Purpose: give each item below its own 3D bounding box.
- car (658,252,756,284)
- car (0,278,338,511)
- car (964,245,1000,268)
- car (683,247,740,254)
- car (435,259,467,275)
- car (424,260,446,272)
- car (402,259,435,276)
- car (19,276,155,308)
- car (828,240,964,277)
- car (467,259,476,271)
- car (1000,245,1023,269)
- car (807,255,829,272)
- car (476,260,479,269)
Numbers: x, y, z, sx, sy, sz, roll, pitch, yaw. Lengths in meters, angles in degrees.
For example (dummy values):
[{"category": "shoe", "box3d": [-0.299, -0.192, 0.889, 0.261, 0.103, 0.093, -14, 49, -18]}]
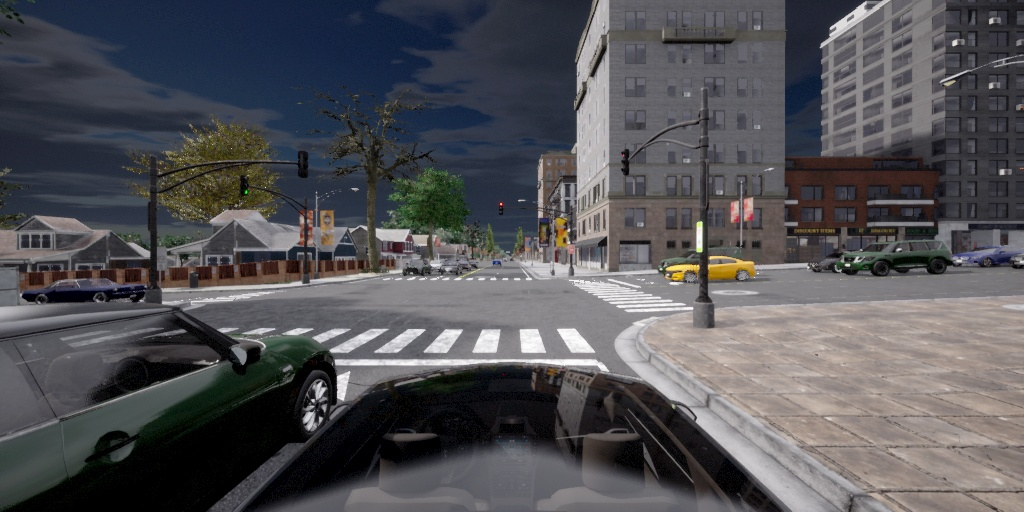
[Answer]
[{"category": "car", "box3d": [11.917, 0.784, 21.709, 5.008, 1.535, 1.882, -2, 0, -1]}, {"category": "car", "box3d": [-3.151, 1.102, 2.490, 2.097, 1.767, 4.553, 0, 0, 0]}, {"category": "car", "box3d": [33.544, 0.007, 25.031, 4.674, 1.442, 1.812, -2, 0, 0]}, {"category": "car", "box3d": [13.138, 0.472, 24.969, 5.566, 2.045, 2.150, -2, 0, 0]}, {"category": "car", "box3d": [-6.610, 1.262, 39.557, 2.128, 1.511, 4.902, 0, 0, 0]}, {"category": "car", "box3d": [-9.868, 1.308, 46.463, 1.812, 1.442, 4.674, 0, 0, 0]}, {"category": "car", "box3d": [-9.861, 1.121, 37.480, 2.097, 1.767, 4.553, 0, 0, 0]}, {"category": "car", "box3d": [-21.623, 1.807, 18.381, 4.718, 1.301, 1.895, -2, 0, 0]}, {"category": "car", "box3d": [23.108, 0.100, 21.752, 5.566, 2.045, 2.150, -2, 0, 0]}, {"category": "car", "box3d": [-6.619, 1.335, 49.275, 2.033, 1.411, 5.357, 0, 0, 0]}, {"category": "car", "box3d": [33.374, 0.023, 21.778, 4.674, 1.442, 1.812, -2, 0, 0]}, {"category": "car", "box3d": [23.412, 0.361, 25.004, 4.892, 1.490, 1.837, -2, 0, 0]}, {"category": "car", "box3d": [-6.613, 1.322, 59.621, 1.837, 1.490, 4.892, 0, 0, 0]}]
